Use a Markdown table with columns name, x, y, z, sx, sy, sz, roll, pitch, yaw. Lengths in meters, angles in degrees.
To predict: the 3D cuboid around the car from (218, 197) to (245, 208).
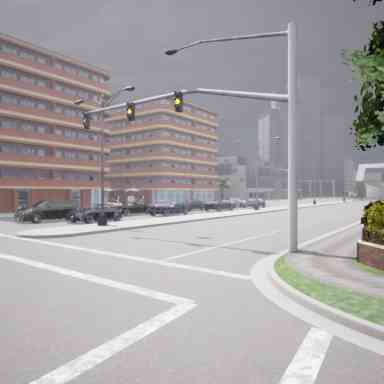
| name | x | y | z | sx | sy | sz | roll | pitch | yaw |
| --- | --- | --- | --- | --- | --- | --- | --- | --- | --- |
| car | 5.835 | 1.526 | 48.783 | 1.812 | 1.442 | 4.674 | 0 | 0 | 36 |

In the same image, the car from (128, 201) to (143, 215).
| name | x | y | z | sx | sy | sz | roll | pitch | yaw |
| --- | --- | --- | --- | --- | --- | --- | --- | --- | --- |
| car | -5.835 | 1.601 | 32.808 | 1.895 | 1.301 | 4.718 | 0 | 0 | 36 |

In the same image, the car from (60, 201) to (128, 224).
| name | x | y | z | sx | sy | sz | roll | pitch | yaw |
| --- | --- | --- | --- | --- | --- | --- | --- | --- | --- |
| car | -7.245 | 1.564 | 24.920 | 1.994 | 1.385 | 4.181 | 0 | 0 | 36 |

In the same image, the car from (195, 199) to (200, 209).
| name | x | y | z | sx | sy | sz | roll | pitch | yaw |
| --- | --- | --- | --- | --- | --- | --- | --- | --- | --- |
| car | -0.196 | 1.547 | 40.545 | 2.033 | 1.411 | 5.357 | 0 | 0 | 36 |

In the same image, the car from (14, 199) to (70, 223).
| name | x | y | z | sx | sy | sz | roll | pitch | yaw |
| --- | --- | --- | --- | --- | --- | --- | --- | --- | --- |
| car | -11.103 | 1.352 | 25.576 | 2.097 | 1.767 | 4.553 | 0 | 0 | 36 |

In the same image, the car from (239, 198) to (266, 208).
| name | x | y | z | sx | sy | sz | roll | pitch | yaw |
| --- | --- | --- | --- | --- | --- | --- | --- | --- | --- |
| car | 8.846 | 1.526 | 46.970 | 1.812 | 1.442 | 4.674 | 0 | 0 | 36 |

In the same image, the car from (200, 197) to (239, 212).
| name | x | y | z | sx | sy | sz | roll | pitch | yaw |
| --- | --- | --- | --- | --- | --- | --- | --- | --- | --- |
| car | 3.308 | 1.601 | 39.407 | 1.895 | 1.301 | 4.718 | 0 | 0 | 36 |

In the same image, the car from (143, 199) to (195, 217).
| name | x | y | z | sx | sy | sz | roll | pitch | yaw |
| --- | --- | --- | --- | --- | --- | --- | --- | --- | --- |
| car | -2.087 | 1.601 | 32.000 | 1.895 | 1.301 | 4.718 | 0 | 0 | 36 |
